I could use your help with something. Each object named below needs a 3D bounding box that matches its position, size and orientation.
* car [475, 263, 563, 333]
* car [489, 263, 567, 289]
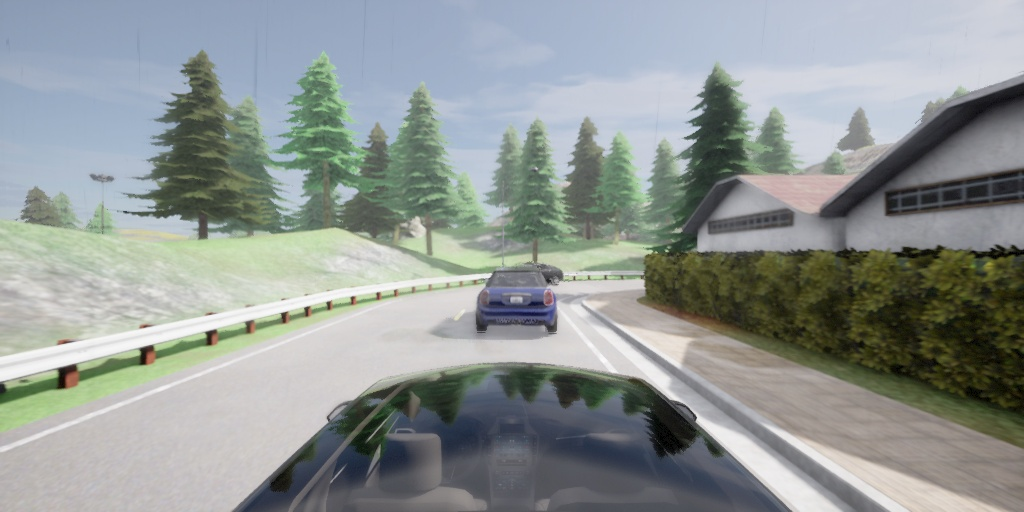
[{"bbox_3d":[0.174,1.086,10.867,2.097,1.767,4.553,0,0,2],"label":"car"},{"bbox_3d":[1.119,1.208,22.969,4.892,1.490,1.837,0,-1,-36],"label":"car"}]
